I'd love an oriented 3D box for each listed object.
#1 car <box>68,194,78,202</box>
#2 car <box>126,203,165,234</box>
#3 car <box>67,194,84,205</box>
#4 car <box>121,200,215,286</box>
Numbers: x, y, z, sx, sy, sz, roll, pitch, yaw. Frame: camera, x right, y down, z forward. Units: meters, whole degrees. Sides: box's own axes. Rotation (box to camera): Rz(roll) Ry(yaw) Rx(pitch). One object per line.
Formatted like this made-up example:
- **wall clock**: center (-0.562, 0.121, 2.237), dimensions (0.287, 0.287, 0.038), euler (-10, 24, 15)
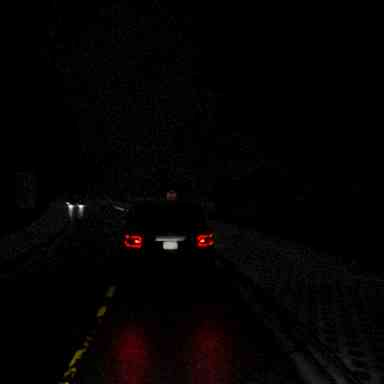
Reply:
- **car**: center (-23.912, 1.233, 66.772), dimensions (1.882, 1.535, 5.008), euler (1, 0, -21)
- **car**: center (-3.005, 1.507, 20.644), dimensions (1.882, 1.535, 5.008), euler (1, 0, -14)
- **car**: center (-18.359, 1.328, 52.743), dimensions (1.812, 1.442, 4.674), euler (1, 0, -22)
- **car**: center (-0.778, 1.240, 9.645), dimensions (2.150, 2.045, 5.566), euler (0, -1, -7)
